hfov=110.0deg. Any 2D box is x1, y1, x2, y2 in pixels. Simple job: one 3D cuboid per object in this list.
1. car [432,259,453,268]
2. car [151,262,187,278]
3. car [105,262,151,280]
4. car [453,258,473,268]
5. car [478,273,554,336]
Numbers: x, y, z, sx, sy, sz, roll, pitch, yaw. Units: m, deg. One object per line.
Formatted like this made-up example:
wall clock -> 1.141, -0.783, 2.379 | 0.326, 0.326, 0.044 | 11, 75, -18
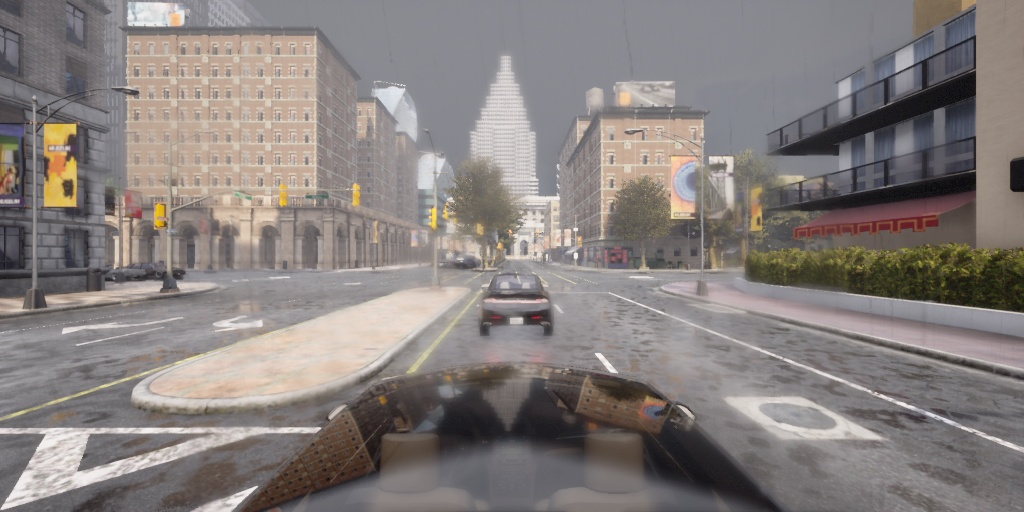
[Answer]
car -> -11.499, 1.241, 60.573 | 2.128, 1.511, 4.902 | 0, 0, 0
car -> -33.841, 1.297, 33.564 | 5.357, 1.411, 2.033 | 0, 0, 0
car -> -33.818, 1.350, 30.066 | 4.718, 1.301, 1.895 | 0, 0, 0
car -> -8.010, 1.350, 59.125 | 1.895, 1.301, 4.718 | 0, 0, 0
car -> 0.108, 1.241, 10.437 | 2.128, 1.511, 4.902 | 0, 0, 0
